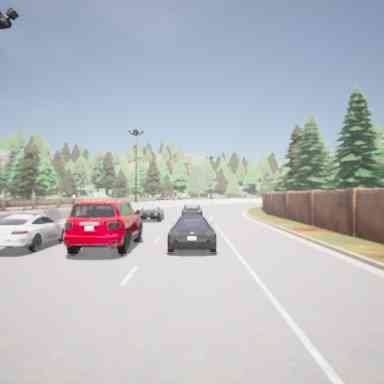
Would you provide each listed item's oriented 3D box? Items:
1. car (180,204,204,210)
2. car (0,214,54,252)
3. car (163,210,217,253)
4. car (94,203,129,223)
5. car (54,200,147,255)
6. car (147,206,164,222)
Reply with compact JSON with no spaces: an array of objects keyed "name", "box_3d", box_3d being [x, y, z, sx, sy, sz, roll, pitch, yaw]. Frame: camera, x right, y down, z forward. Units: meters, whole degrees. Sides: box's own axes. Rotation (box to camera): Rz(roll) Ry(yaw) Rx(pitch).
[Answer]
[{"name":"car","box_3d":[0.013,1.769,29.292,2.128,1.511,4.902,0,0,1]},{"name":"car","box_3d":[-6.994,1.662,14.397,1.812,1.442,4.674,0,0,0]},{"name":"car","box_3d":[0.006,1.700,14.325,1.994,1.385,4.181,0,0,0]},{"name":"car","box_3d":[-6.987,1.784,29.296,1.837,1.490,4.892,0,0,1]},{"name":"car","box_3d":[-3.500,1.350,14.021,2.150,2.045,5.566,0,0,0]},{"name":"car","box_3d":[-3.495,1.875,29.103,1.895,1.301,4.718,0,0,0]}]
